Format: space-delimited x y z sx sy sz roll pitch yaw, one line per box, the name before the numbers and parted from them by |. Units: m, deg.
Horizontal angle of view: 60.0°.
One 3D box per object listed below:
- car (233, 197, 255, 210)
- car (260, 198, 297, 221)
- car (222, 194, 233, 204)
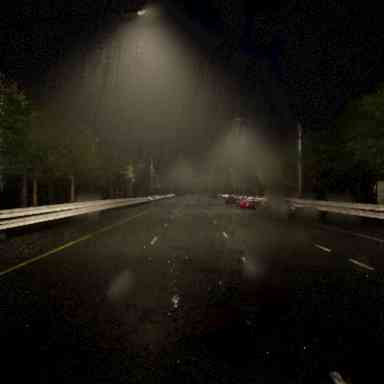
car | 6.982 1.569 43.784 1.994 1.385 4.181 0 0 0
car | 6.990 1.352 27.380 2.097 1.767 4.553 0 0 0
car | 6.986 1.543 61.567 1.812 1.442 4.674 0 0 0
